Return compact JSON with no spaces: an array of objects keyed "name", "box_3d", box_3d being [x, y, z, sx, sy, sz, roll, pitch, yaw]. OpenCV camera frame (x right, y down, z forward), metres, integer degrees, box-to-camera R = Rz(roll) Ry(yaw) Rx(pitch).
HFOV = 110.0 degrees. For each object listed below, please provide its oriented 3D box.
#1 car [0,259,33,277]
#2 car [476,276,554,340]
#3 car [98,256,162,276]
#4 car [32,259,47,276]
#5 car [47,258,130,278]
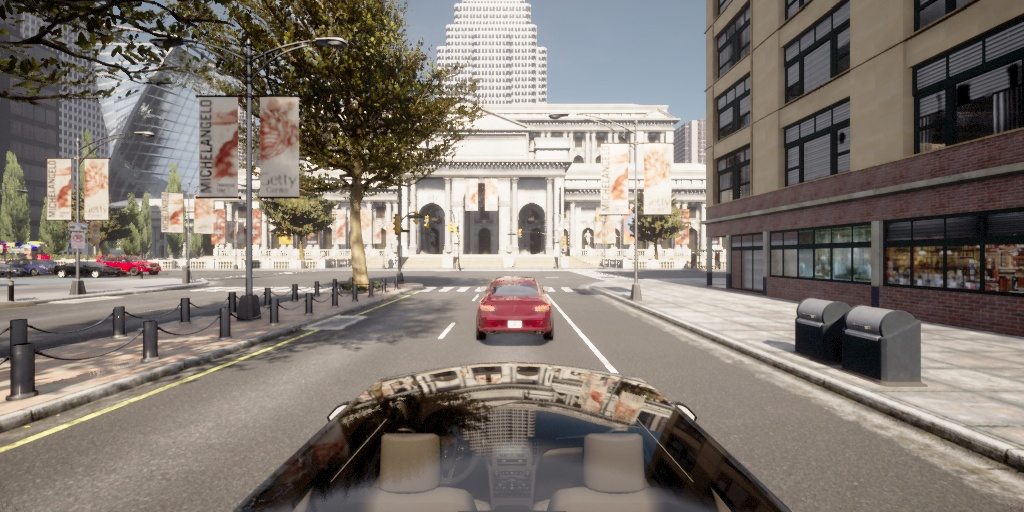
[{"name":"car","box_3d":[-48.326,1.276,33.329,4.674,1.442,1.812,0,0,-1]},{"name":"car","box_3d":[0.078,1.276,9.882,1.812,1.442,4.674,0,0,0]},{"name":"car","box_3d":[-39.513,0.971,36.863,5.566,2.045,2.150,0,0,0]},{"name":"car","box_3d":[-49.132,1.102,36.802,4.553,1.767,2.097,0,0,-1]},{"name":"car","box_3d":[-39.323,1.228,33.360,5.008,1.535,1.882,0,0,0]}]
